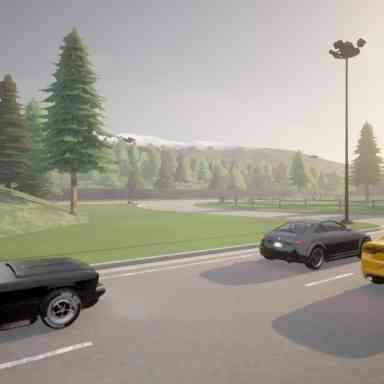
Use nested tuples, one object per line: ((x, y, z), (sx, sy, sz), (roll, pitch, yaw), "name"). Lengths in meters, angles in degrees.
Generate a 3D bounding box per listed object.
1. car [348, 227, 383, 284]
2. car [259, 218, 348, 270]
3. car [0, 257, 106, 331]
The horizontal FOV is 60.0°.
((6.219, 1.478, 8.289), (5.008, 1.535, 1.882), (0, 0, -35), "car")
((4.239, 1.564, 11.177), (4.181, 1.385, 1.994), (0, 0, -35), "car")
((-3.885, 1.601, 5.276), (4.718, 1.301, 1.895), (0, 0, -35), "car")
